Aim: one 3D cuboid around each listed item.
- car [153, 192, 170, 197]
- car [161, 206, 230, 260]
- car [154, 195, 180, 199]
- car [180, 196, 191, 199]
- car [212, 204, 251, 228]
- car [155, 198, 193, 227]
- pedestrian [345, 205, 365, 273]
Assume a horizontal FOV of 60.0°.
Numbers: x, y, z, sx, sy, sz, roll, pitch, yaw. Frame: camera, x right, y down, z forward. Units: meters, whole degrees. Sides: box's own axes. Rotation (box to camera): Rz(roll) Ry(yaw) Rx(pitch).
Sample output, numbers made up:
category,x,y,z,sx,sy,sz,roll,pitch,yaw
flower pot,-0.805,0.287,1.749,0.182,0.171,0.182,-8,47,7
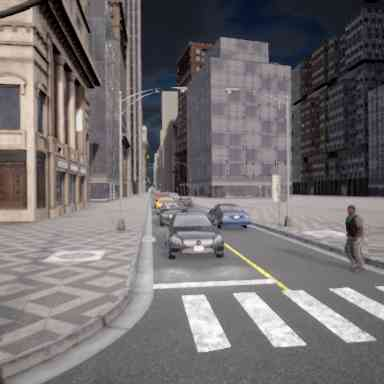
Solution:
category,x,y,z,sx,sy,sz,roll,pitch,yaw
car,-3.778,1.057,43.158,2.150,2.045,5.566,0,0,-7
car,-0.065,1.484,12.581,1.812,1.442,4.674,0,0,-7
car,-2.557,1.356,32.838,1.882,1.535,5.008,0,0,-7
car,-1.018,1.288,46.231,2.128,1.511,4.902,0,0,-7
car,2.148,1.447,20.946,2.033,1.411,5.357,-1,0,-7
car,-1.310,1.411,22.594,2.128,1.511,4.902,0,0,-7
pedestrian,4.395,1.233,8.988,0.375,1.860,0.375,0,0,-7
